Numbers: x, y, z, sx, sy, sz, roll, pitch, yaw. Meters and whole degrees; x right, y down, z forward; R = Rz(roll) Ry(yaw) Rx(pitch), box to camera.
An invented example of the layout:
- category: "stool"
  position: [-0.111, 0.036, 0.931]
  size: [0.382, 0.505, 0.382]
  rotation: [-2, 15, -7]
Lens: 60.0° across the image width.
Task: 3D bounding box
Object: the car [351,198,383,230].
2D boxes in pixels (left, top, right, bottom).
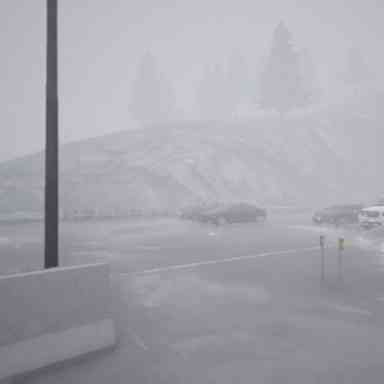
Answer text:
- category: "car"
  position: [12.271, 1.220, 19.484]
  size: [5.566, 2.045, 2.150]
  rotation: [0, 0, -28]

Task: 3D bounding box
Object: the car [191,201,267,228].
- category: "car"
  position: [2.735, 1.445, 22.181]
  size: [5.008, 1.535, 1.882]
  rotation: [0, 0, -30]

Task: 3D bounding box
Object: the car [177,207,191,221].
- category: "car"
  position: [1.177, 1.449, 25.277]
  size: [4.902, 1.511, 2.128]
  rotation: [0, 0, -30]

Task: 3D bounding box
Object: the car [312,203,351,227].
- category: "car"
  position: [10.243, 1.493, 22.357]
  size: [4.892, 1.490, 1.837]
  rotation: [1, 0, -28]
